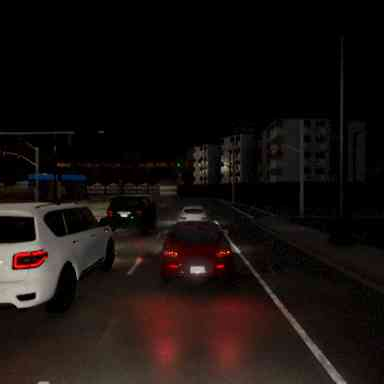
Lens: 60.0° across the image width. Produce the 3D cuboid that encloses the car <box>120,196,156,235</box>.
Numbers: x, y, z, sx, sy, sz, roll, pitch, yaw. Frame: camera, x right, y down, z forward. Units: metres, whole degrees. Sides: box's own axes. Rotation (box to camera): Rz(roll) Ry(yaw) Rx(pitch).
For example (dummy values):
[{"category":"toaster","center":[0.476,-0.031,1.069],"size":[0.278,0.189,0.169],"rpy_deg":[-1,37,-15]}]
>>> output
[{"category":"car","center":[-3.366,1.237,19.193],"size":[2.150,2.045,5.566],"rpy_deg":[0,0,0]}]

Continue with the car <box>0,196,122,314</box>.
[{"category":"car","center":[-3.390,1.244,7.800],"size":[2.150,2.045,5.566],"rpy_deg":[0,0,0]}]

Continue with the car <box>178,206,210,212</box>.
[{"category":"car","center":[0.115,1.537,20.069],"size":[1.812,1.442,4.674],"rpy_deg":[0,0,0]}]

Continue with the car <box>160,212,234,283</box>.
[{"category":"car","center":[0.112,1.550,9.659],"size":[1.812,1.442,4.674],"rpy_deg":[0,0,0]}]
